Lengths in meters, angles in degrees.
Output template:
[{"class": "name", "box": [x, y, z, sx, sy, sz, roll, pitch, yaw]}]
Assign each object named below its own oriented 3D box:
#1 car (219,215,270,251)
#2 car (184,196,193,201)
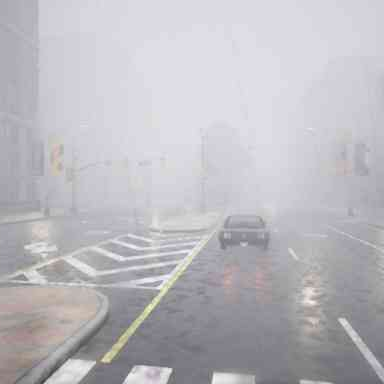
[{"class": "car", "box": [2.246, 1.614, 14.213, 1.895, 1.301, 4.718, 0, 0, 9]}, {"class": "car", "box": [-0.924, 1.593, 85.445, 1.895, 1.301, 4.718, 0, 0, 9]}]
